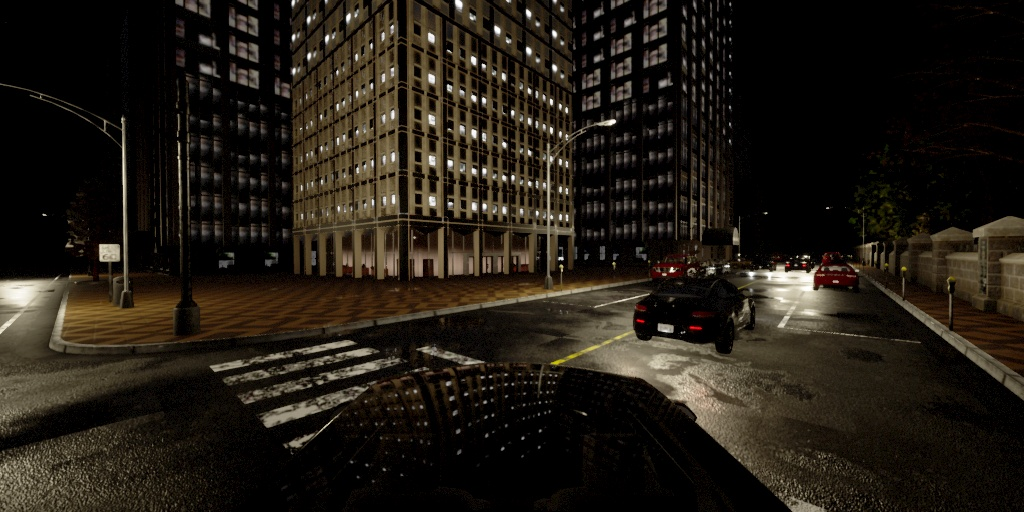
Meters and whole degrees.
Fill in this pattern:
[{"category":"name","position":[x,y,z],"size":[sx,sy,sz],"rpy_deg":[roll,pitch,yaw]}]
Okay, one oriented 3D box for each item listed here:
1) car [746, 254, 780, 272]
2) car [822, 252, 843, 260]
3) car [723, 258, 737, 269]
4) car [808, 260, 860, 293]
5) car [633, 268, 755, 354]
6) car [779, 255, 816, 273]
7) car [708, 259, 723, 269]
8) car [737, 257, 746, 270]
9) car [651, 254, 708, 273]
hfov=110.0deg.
[{"category":"car","position":[25.810,0.815,36.776],"size":[1.837,1.490,4.892],"rpy_deg":[0,1,42]},{"category":"car","position":[42.702,0.440,47.795],"size":[2.192,1.841,5.009],"rpy_deg":[0,0,42]},{"category":"car","position":[18.458,0.935,32.366],"size":[2.007,1.370,4.403],"rpy_deg":[0,0,42]},{"category":"car","position":[17.008,1.076,18.868],"size":[1.888,1.381,4.507],"rpy_deg":[0,0,42]},{"category":"car","position":[4.492,1.205,8.634],"size":[1.812,1.442,4.674],"rpy_deg":[0,1,42]},{"category":"car","position":[27.388,0.878,34.307],"size":[2.033,1.411,5.357],"rpy_deg":[0,1,42]},{"category":"car","position":[14.787,0.992,28.233],"size":[2.007,1.370,4.403],"rpy_deg":[0,0,42]},{"category":"car","position":[25.685,0.794,40.504],"size":[1.751,1.417,4.829],"rpy_deg":[0,0,42]},{"category":"car","position":[11.116,0.813,24.101],"size":[2.192,1.841,5.009],"rpy_deg":[0,0,42]}]
